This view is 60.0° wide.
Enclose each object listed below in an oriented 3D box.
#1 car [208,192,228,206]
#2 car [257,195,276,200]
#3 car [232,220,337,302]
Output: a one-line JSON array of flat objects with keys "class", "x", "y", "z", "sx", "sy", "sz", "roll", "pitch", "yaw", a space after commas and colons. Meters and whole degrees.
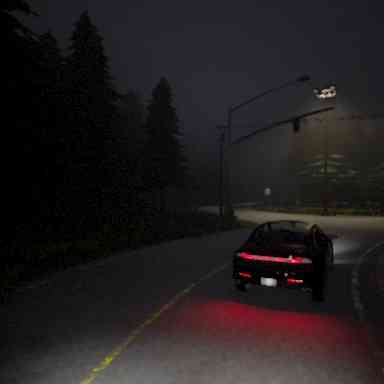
[{"class": "car", "x": 4.248, "y": 1.086, "z": 49.912, "sx": 2.150, "sy": 2.045, "sz": 5.566, "roll": 0, "pitch": 0, "yaw": 23}, {"class": "car", "x": 14.399, "y": 1.348, "z": 64.439, "sx": 2.128, "sy": 1.511, "sz": 4.902, "roll": 0, "pitch": 0, "yaw": 42}, {"class": "car", "x": 2.485, "y": 1.471, "z": 8.421, "sx": 2.128, "sy": 1.511, "sz": 4.902, "roll": 0, "pitch": 0, "yaw": 26}]
